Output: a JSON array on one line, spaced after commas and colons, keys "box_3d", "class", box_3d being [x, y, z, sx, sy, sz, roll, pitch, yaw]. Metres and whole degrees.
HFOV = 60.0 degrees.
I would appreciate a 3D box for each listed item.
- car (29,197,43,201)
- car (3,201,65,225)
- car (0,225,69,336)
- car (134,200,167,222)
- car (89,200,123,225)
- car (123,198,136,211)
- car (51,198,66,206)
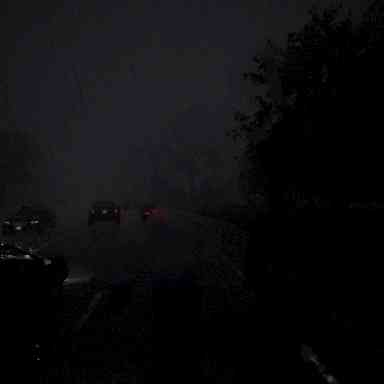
[{"box_3d": [-26.471, 1.595, 56.288, 2.033, 1.411, 5.357, 0, 0, -30], "class": "car"}, {"box_3d": [-8.967, 1.517, 18.784, 2.128, 1.511, 4.902, 0, 0, -10], "class": "car"}, {"box_3d": [-3.650, 1.559, 5.310, 2.033, 1.411, 5.357, 0, 0, -3], "class": "car"}, {"box_3d": [-3.219, 1.573, 26.630, 2.033, 1.411, 5.357, 0, 0, -13], "class": "car"}, {"box_3d": [-6.419, 1.378, 24.747, 2.097, 1.767, 4.553, 0, 0, -12], "class": "car"}, {"box_3d": [-8.013, 1.534, 42.161, 2.128, 1.511, 4.902, 0, 0, -20], "class": "car"}, {"box_3d": [-22.604, 1.653, 56.435, 1.895, 1.301, 4.718, 0, 0, -29], "class": "car"}]
